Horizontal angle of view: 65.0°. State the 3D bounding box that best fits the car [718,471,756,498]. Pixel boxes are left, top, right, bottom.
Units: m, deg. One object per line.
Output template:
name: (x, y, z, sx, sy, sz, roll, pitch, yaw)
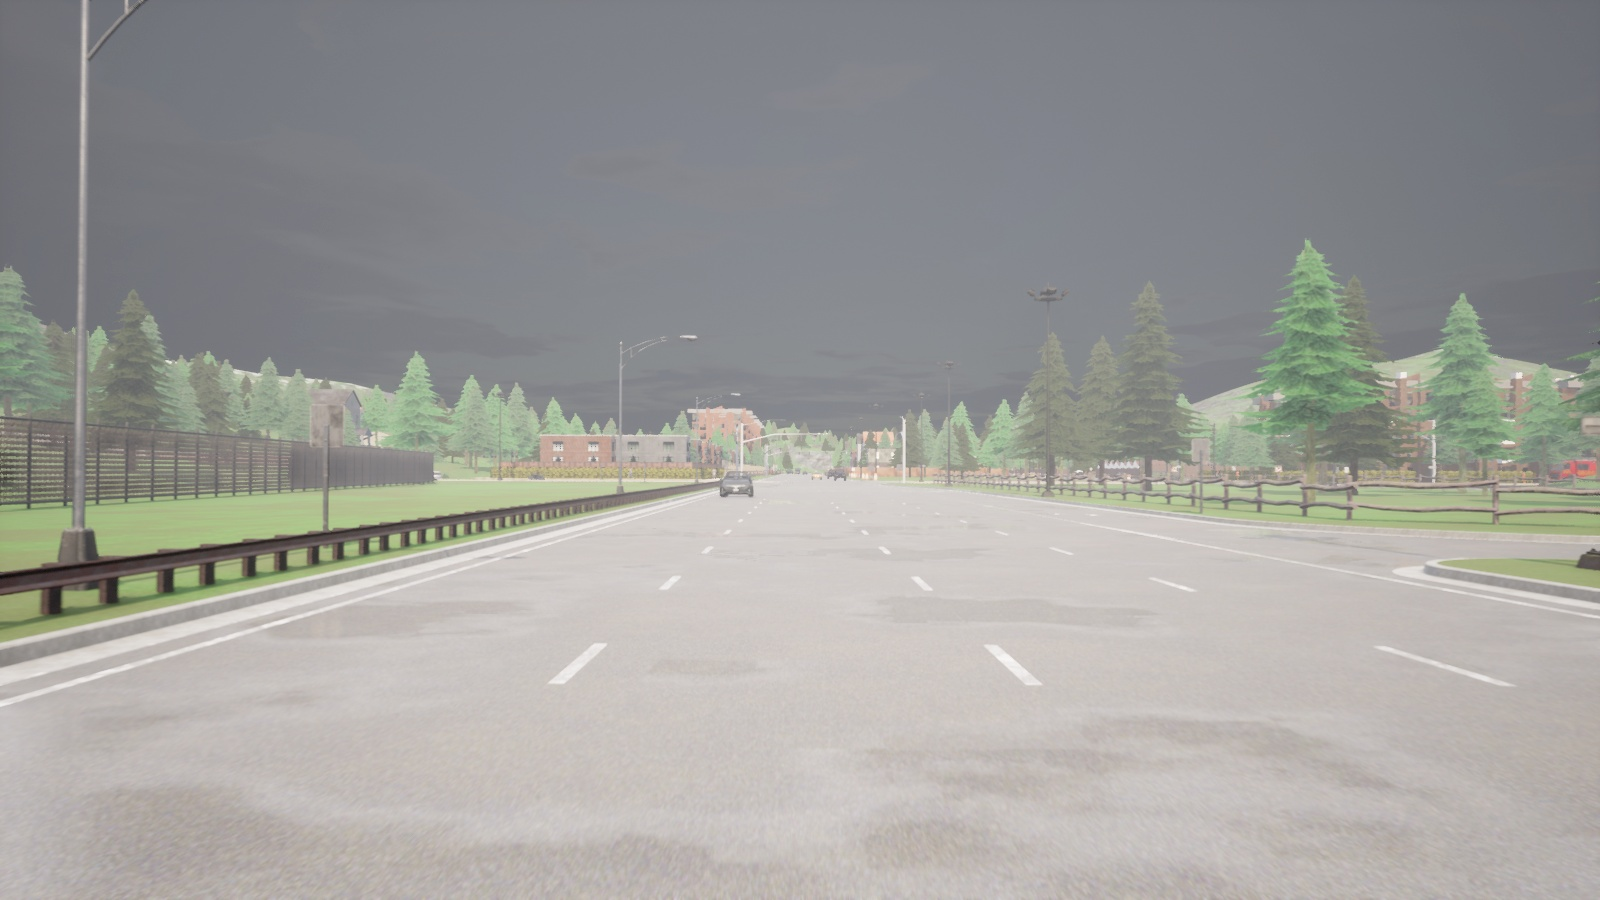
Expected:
car: (-3.679, 2.014, 73.930, 2.007, 1.525, 4.514, 0, -1, 0)
